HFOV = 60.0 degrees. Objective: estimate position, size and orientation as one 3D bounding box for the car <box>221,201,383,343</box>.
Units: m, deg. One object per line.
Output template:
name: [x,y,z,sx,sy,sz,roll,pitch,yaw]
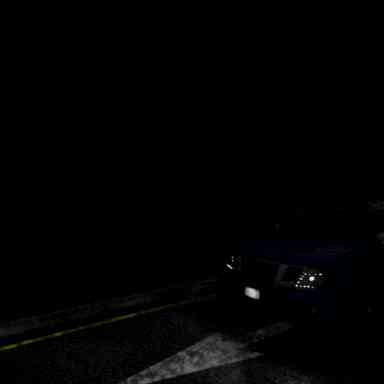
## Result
car: [3.179,1.231,6.829,5.566,2.045,2.150,0,0,-36]
